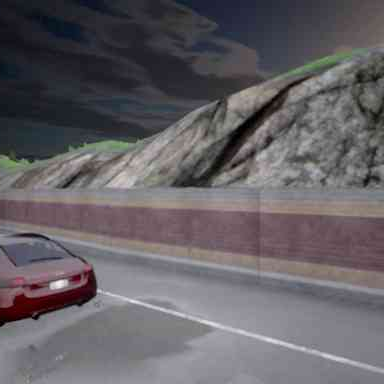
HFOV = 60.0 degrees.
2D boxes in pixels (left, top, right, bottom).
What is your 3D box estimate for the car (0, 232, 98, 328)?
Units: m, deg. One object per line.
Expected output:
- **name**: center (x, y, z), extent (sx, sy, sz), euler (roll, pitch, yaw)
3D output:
- **car**: center (-3.874, 1.554, 6.960), extent (4.181, 1.385, 1.994), euler (0, 0, 38)
